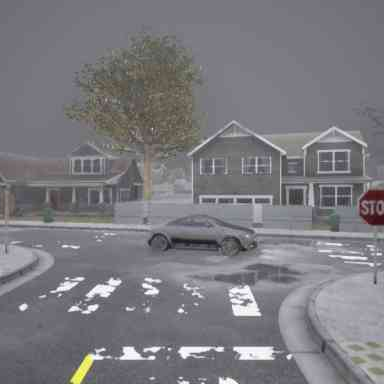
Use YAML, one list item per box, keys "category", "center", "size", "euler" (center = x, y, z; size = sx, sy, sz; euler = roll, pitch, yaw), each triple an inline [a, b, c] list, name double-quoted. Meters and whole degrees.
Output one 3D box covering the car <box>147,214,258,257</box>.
- category: "car"
  center: [0.398, 1.575, 12.864]
  size: [4.181, 1.385, 1.994]
  euler: [0, 0, 16]
